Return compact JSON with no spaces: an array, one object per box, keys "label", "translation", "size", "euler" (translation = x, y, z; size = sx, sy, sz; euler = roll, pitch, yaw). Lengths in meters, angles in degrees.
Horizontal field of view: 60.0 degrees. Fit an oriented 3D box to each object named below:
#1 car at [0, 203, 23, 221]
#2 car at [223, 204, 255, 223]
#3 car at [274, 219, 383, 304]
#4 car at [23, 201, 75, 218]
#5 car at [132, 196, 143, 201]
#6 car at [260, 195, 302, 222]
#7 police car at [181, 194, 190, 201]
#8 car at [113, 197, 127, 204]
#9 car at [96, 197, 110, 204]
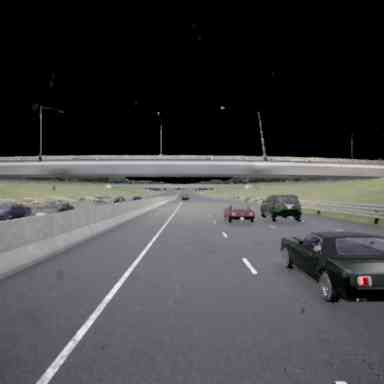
[{"label":"car","translation":[-14.179,1.541,25.577],"size":[2.033,1.411,5.357],"euler":[0,0,0]},{"label":"car","translation":[3.519,1.595,25.627],"size":[1.895,1.301,4.718],"euler":[0,0,0]},{"label":"car","translation":[3.588,1.583,8.055],"size":[1.895,1.301,4.718],"euler":[0,0,0]},{"label":"car","translation":[-10.680,1.486,25.899],"size":[2.128,1.511,4.902],"euler":[0,0,0]},{"label":"car","translation":[-10.989,1.575,67.185],"size":[1.837,1.490,4.892],"euler":[0,0,-1]},{"label":"car","translation":[7.013,1.217,26.666],"size":[2.150,2.045,5.566],"euler":[0,0,0]},{"label":"police car","translation":[-1.981,1.722,93.855],"size":[1.930,1.638,5.238],"euler":[0,0,-1]},{"label":"car","translation":[-14.489,1.629,67.134],"size":[1.994,1.385,4.181],"euler":[0,0,-1]},{"label":"car","translation":[-17.987,1.671,67.038],"size":[1.895,1.301,4.718],"euler":[0,0,-1]}]
